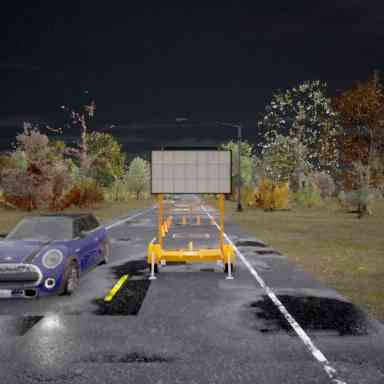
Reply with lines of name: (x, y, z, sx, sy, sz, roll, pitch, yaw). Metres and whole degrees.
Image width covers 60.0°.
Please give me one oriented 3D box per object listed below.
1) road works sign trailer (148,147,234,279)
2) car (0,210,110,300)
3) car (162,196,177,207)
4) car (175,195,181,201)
road works sign trailer: (-0.026, 0.464, 9.993, 2.380, 3.560, 2.880, 0, 0, 0)
car: (-3.622, 1.351, 8.615, 2.097, 1.767, 4.553, 0, 0, 0)
car: (-3.728, 1.602, 49.828, 1.895, 1.301, 4.718, 0, 0, 0)
car: (-3.713, 1.534, 81.070, 1.812, 1.442, 4.674, 0, 0, 0)
